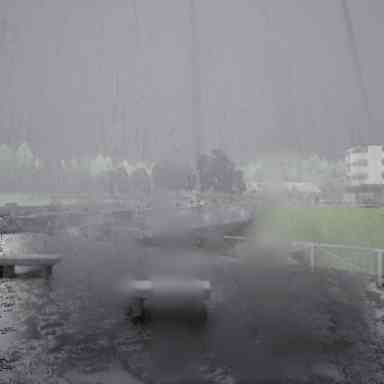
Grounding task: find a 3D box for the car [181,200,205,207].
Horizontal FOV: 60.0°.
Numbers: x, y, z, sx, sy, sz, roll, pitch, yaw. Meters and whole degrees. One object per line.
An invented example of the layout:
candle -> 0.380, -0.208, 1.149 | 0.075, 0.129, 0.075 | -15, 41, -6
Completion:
car -> -0.020, 1.712, 43.821 | 1.895, 1.301, 4.718 | 0, 0, 36
